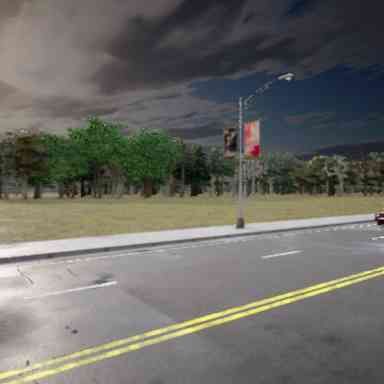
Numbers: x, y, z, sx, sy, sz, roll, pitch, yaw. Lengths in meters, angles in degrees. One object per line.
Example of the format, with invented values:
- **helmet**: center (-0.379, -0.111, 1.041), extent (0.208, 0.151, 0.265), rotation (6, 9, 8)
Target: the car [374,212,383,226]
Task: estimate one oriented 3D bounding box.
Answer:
- **car**: center (13.760, 1.527, 21.476), extent (4.718, 1.301, 1.895), rotation (0, 0, -35)
